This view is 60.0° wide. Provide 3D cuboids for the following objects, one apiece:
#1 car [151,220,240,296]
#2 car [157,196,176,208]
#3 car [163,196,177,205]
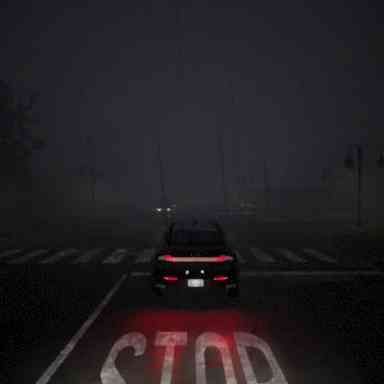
[{"bbox_3d":[0.068,1.478,8.618,2.128,1.511,4.902,0,0,0],"label":"car"},{"bbox_3d":[-3.675,1.479,45.873,2.033,1.411,5.357,0,0,0],"label":"car"},{"bbox_3d":[-3.679,1.461,57.486,2.033,1.411,5.357,0,0,0],"label":"car"}]
